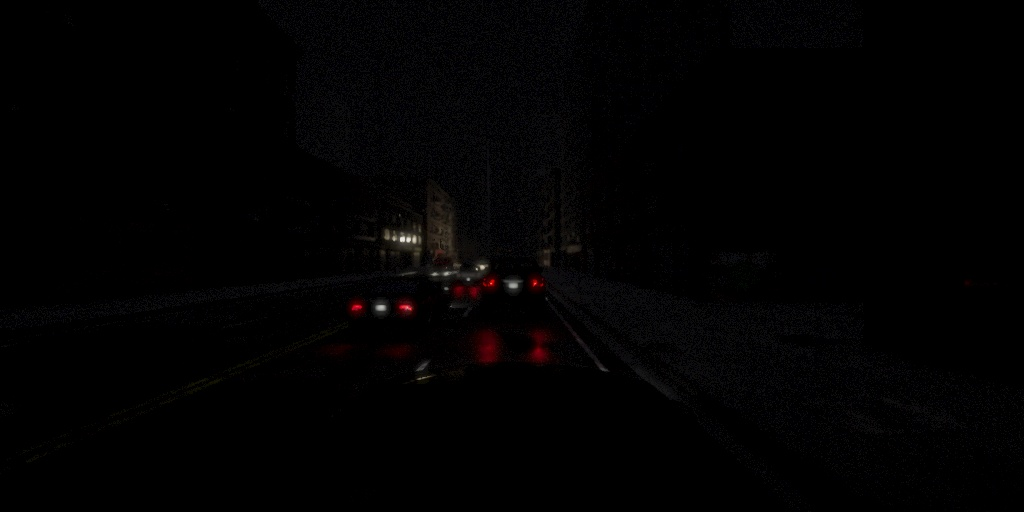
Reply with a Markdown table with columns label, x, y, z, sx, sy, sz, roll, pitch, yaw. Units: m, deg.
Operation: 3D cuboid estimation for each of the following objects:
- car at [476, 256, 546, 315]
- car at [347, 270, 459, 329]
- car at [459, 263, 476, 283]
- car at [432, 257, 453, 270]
| label | x | y | z | sx | sy | sz | roll | pitch | yaw |
| --- | --- | --- | --- | --- | --- | --- | --- | --- | --- |
| car | 0.060 | 1.019 | 13.906 | 2.150 | 2.045 | 5.566 | 0 | 0 | 0 |
| car | -3.212 | 1.333 | 11.335 | 2.033 | 1.411 | 5.357 | 0 | 0 | 0 |
| car | -3.196 | 1.451 | 28.596 | 1.895 | 1.301 | 4.718 | 0 | 0 | 0 |
| car | -9.841 | 1.179 | 51.565 | 2.150 | 2.045 | 5.566 | 0 | 0 | 0 |
